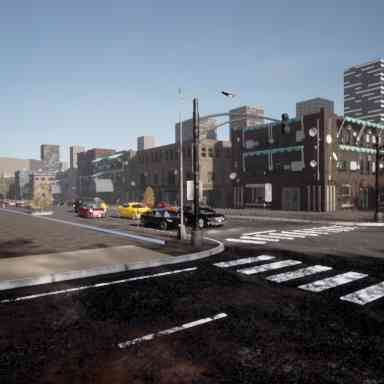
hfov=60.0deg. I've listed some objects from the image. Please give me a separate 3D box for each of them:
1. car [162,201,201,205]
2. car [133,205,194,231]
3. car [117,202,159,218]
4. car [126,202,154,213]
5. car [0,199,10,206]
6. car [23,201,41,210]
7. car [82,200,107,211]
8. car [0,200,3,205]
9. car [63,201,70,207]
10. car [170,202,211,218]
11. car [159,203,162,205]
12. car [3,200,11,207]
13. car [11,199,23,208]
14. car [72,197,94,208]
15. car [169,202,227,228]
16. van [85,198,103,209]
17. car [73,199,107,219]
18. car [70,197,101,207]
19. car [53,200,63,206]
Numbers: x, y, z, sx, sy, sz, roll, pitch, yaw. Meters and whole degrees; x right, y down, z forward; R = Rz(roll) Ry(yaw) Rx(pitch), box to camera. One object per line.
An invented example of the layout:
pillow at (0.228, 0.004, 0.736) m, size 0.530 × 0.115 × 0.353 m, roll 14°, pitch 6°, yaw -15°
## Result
car at (-0.462, 1.602, 30.725) m, size 2.097 × 1.767 × 4.553 m, roll -1°, pitch 0°, yaw -36°
car at (-2.031, 1.815, 22.974) m, size 1.947 × 1.339 × 4.313 m, roll -2°, pitch 0°, yaw -37°
car at (-5.529, 1.808, 32.183) m, size 1.882 × 1.535 × 5.008 m, roll -1°, pitch 0°, yaw -37°
car at (-6.860, 1.966, 43.609) m, size 1.802 × 1.307 × 4.206 m, roll -2°, pitch 0°, yaw -37°
car at (-46.745, 2.597, 82.891) m, size 1.887 × 1.381 × 4.507 m, roll -1°, pitch 0°, yaw -37°
car at (-26.738, 2.232, 56.172) m, size 1.752 × 1.417 × 4.829 m, roll -1°, pitch 0°, yaw -37°
car at (-14.548, 1.991, 49.566) m, size 1.882 × 1.535 × 5.008 m, roll -1°, pitch 0°, yaw -37°
car at (-43.428, 2.547, 78.461) m, size 2.008 × 1.369 × 4.403 m, roll -1°, pitch 0°, yaw -37°
car at (-23.450, 2.227, 65.763) m, size 1.887 × 1.381 × 4.507 m, roll -1°, pitch 0°, yaw -37°
car at (-0.227, 1.810, 34.748) m, size 2.008 × 1.369 × 4.403 m, roll -2°, pitch 0°, yaw -37°
car at (-3.544, 1.904, 39.179) m, size 1.802 × 1.307 × 4.206 m, roll -2°, pitch 0°, yaw -37°
car at (-40.112, 2.379, 74.030) m, size 1.967 × 1.590 × 4.097 m, roll -1°, pitch 0°, yaw -37°
car at (-33.475, 2.375, 65.170) m, size 2.008 × 1.369 × 4.403 m, roll -1°, pitch 0°, yaw -37°
car at (-20.138, 1.939, 61.331) m, size 2.192 × 1.841 × 5.009 m, roll -1°, pitch 0°, yaw -37°
car at (0.509, 1.719, 24.157) m, size 1.837 × 1.490 × 4.892 m, roll -1°, pitch 0°, yaw -34°
van at (-16.820, 1.907, 56.901) m, size 1.690 × 1.788 × 3.998 m, roll -1°, pitch 0°, yaw -37°
car at (-10.254, 1.846, 34.154) m, size 1.967 × 1.590 × 4.097 m, roll -2°, pitch 0°, yaw -37°
car at (-13.499, 1.702, 42.854) m, size 2.150 × 2.045 × 5.566 m, roll -1°, pitch 0°, yaw -37°
car at (-30.085, 2.363, 74.625) m, size 1.947 × 1.339 × 4.313 m, roll -1°, pitch 0°, yaw -37°
